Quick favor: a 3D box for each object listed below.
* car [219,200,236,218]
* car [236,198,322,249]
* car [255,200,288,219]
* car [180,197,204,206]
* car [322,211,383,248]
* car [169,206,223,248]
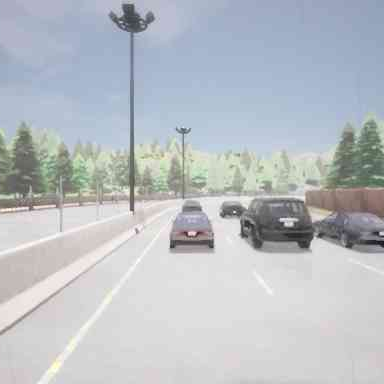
[{"bbox_3d":[3.500,1.482,29.650,1.882,1.535,5.008,0,0,0],"label":"car"},{"bbox_3d":[3.500,1.255,14.680,2.150,2.045,5.566,0,0,0],"label":"car"},{"bbox_3d":[7.000,1.531,29.650,1.812,1.442,4.674,0,0,0],"label":"car"},{"bbox_3d":[0.000,1.514,29.650,1.837,1.490,4.892,0,0,0],"label":"car"},{"bbox_3d":[7.000,1.560,14.650,2.033,1.411,5.357,0,0,0],"label":"car"},{"bbox_3d":[0.000,1.560,14.650,2.033,1.411,5.357,0,0,0],"label":"car"}]
